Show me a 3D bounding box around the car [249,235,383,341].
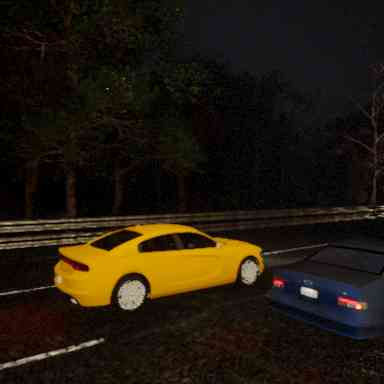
[{"bbox_3d":[3.801,1.576,6.490,5.357,1.411,2.033,0,0,-36],"label":"car"}]

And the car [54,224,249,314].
[{"bbox_3d":[-0.487,1.495,7.720,5.008,1.535,1.882,0,0,-36],"label":"car"}]
